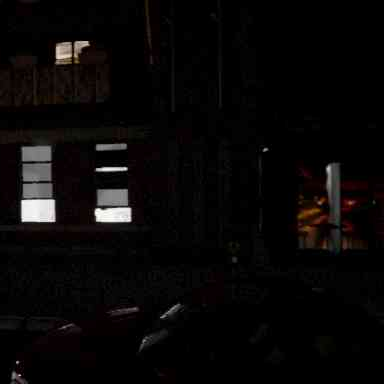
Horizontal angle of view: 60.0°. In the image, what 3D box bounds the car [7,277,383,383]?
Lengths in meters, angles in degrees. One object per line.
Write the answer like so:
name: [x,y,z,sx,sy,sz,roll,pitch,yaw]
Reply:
car: [0.408,1.536,3.153,4.206,1.307,1.802,-1,1,7]
